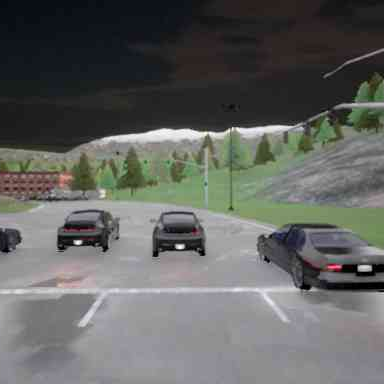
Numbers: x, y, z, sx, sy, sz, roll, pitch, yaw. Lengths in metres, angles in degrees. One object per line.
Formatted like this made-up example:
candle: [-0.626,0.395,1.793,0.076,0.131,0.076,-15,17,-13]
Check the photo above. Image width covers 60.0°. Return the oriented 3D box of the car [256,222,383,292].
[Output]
car: [3.236,1.538,9.020,2.033,1.411,5.357,0,0,-3]

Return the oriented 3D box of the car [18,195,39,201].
car: [-39.551,1.383,80.484,4.892,1.490,1.837,0,0,21]

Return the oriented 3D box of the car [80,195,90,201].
car: [-27.588,1.479,82.050,5.357,1.411,2.033,0,0,32]

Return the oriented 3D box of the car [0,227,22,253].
car: [-7.375,1.542,10.489,2.033,1.411,5.357,0,0,-4]

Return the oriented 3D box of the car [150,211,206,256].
car: [-0.575,1.493,13.030,1.837,1.490,4.892,0,0,-5]

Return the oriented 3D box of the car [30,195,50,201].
car: [-38.212,1.466,83.718,4.718,1.301,1.895,0,0,21]

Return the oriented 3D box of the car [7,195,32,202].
car: [-36.742,1.455,71.287,4.892,1.490,1.837,0,0,28]

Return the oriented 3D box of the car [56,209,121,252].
car: [-4.173,1.494,13.928,1.837,1.490,4.892,0,0,-5]

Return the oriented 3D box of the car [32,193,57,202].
car: [-32.200,1.451,72.503,4.892,1.490,1.837,0,0,35]

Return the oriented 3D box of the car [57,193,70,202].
car: [-30.710,1.471,75.731,4.674,1.442,1.812,0,0,32]

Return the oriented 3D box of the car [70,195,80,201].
car: [-29.490,1.496,79.108,4.181,1.385,1.994,0,0,32]
